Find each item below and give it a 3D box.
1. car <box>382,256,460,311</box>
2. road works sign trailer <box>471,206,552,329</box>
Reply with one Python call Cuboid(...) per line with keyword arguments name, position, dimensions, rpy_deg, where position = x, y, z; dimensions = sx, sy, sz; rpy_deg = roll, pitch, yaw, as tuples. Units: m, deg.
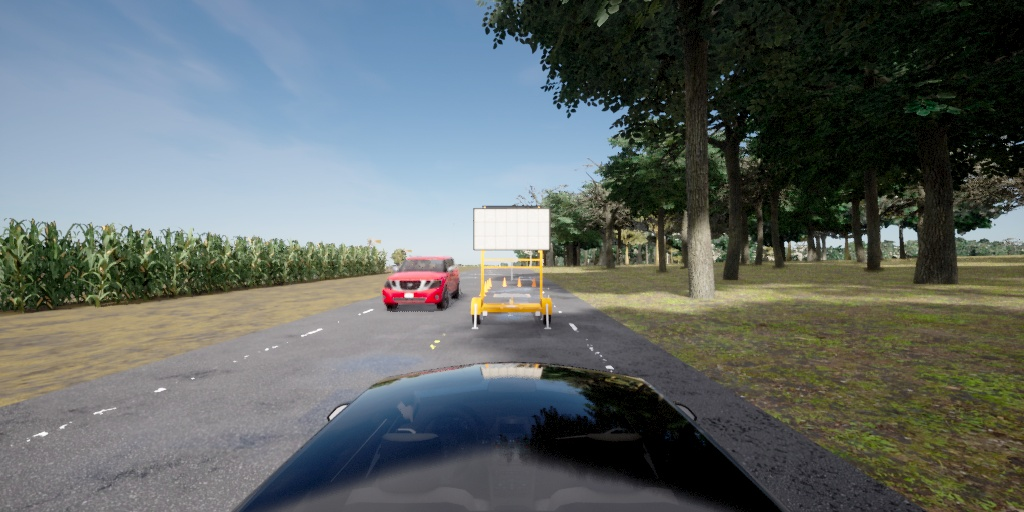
Cuboid(name="car", position=(-3.510, 0.997, 14.984), dimensions=(2.150, 2.045, 5.566), rpy_deg=(0, 0, 0))
Cuboid(name="road works sign trailer", position=(-0.004, 0.230, 11.284), dimensions=(2.380, 3.560, 2.880), rpy_deg=(0, 0, 1))
